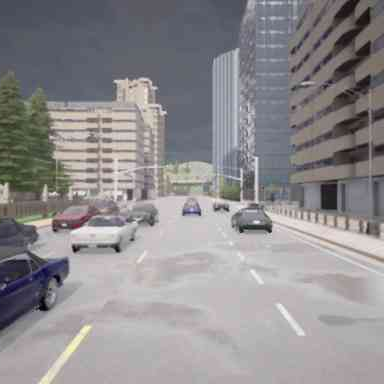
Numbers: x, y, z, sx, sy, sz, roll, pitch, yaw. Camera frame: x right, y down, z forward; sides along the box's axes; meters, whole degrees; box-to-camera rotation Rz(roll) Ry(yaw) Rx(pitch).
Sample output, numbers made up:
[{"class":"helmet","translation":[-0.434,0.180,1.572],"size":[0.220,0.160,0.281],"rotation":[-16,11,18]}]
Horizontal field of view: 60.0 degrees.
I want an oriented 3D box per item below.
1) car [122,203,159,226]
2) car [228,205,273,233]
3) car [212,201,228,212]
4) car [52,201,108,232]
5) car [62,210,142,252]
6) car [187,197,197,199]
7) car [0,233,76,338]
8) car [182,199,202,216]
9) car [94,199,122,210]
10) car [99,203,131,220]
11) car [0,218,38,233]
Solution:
[{"class":"car","translation":[-3.519,1.603,24.343],"size":[1.837,1.490,4.892],"rotation":[0,0,0]},{"class":"car","translation":[3.590,1.645,20.491],"size":[1.994,1.385,4.181],"rotation":[0,0,0]},{"class":"car","translation":[3.552,1.767,41.691],"size":[1.895,1.301,4.718],"rotation":[0,0,0]},{"class":"car","translation":[-7.053,1.563,20.914],"size":[1.882,1.535,5.008],"rotation":[0,0,0]},{"class":"car","translation":[-3.585,1.659,14.246],"size":[1.895,1.301,4.718],"rotation":[0,0,0]},{"class":"car","translation":[0.020,1.537,46.087],"size":[2.097,1.767,4.553],"rotation":[0,0,1]},{"class":"car","translation":[-3.598,1.623,5.076],"size":[1.895,1.301,4.718],"rotation":[0,0,0]},{"class":"car","translation":[-0.011,1.702,34.326],"size":[1.994,1.385,4.181],"rotation":[0,0,0]},{"class":"car","translation":[-7.014,1.379,25.787],"size":[2.097,1.767,4.553],"rotation":[0,0,0]},{"class":"car","translation":[-7.016,1.726,30.901],"size":[1.895,1.301,4.718],"rotation":[0,0,0]},{"class":"car","translation":[-7.095,1.594,11.182],"size":[2.033,1.411,5.357],"rotation":[0,0,0]}]
